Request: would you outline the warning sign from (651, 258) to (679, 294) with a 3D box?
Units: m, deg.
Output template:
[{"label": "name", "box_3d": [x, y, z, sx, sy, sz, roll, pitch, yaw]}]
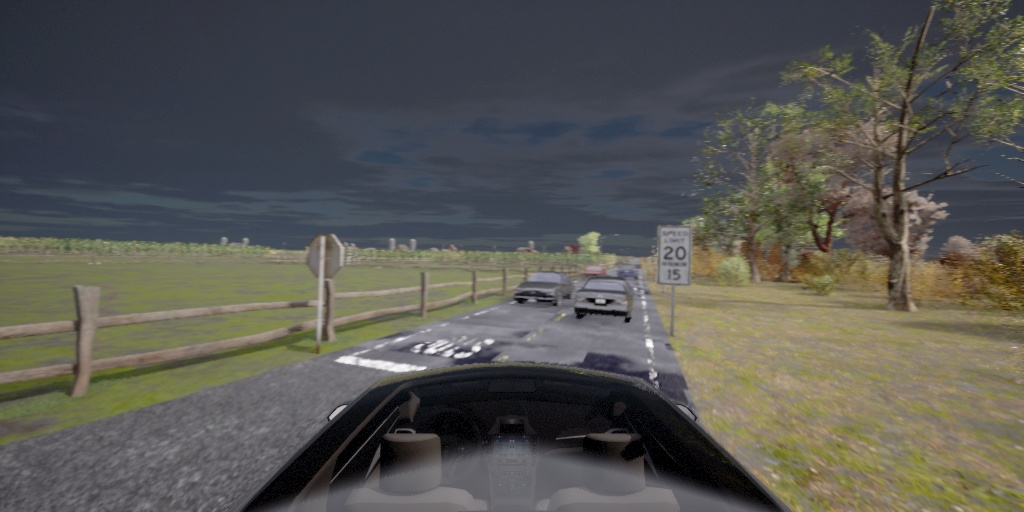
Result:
[{"label": "warning sign", "box_3d": [8.570, 1.212, 20.391, 1.300, 1.860, 1.060, 0, 0, 19]}]

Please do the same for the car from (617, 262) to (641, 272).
[{"label": "car", "box_3d": [12.795, 1.650, 39.586, 2.097, 1.767, 4.553, 2, 0, 20]}]

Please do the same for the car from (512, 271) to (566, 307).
[{"label": "car", "box_3d": [1.688, 1.419, 16.748, 2.033, 1.411, 5.357, 2, 0, 19]}]

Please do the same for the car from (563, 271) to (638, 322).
[{"label": "car", "box_3d": [3.534, 1.459, 13.262, 2.033, 1.411, 5.357, 2, 0, 20]}]

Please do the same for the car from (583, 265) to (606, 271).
[{"label": "car", "box_3d": [7.956, 1.613, 34.513, 1.882, 1.535, 5.008, 2, 0, 20]}]
